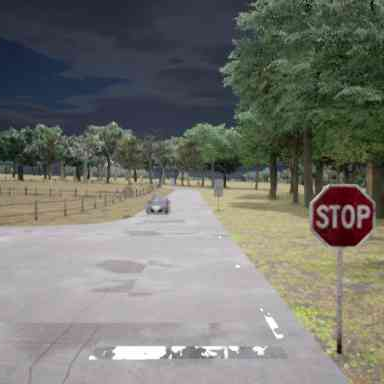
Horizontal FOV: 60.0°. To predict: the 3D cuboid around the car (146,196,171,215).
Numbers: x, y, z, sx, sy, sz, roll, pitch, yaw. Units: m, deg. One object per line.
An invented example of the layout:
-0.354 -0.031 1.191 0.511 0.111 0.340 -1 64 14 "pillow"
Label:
-2.824 1.081 28.773 2.128 1.511 4.902 0 2 0 "car"
